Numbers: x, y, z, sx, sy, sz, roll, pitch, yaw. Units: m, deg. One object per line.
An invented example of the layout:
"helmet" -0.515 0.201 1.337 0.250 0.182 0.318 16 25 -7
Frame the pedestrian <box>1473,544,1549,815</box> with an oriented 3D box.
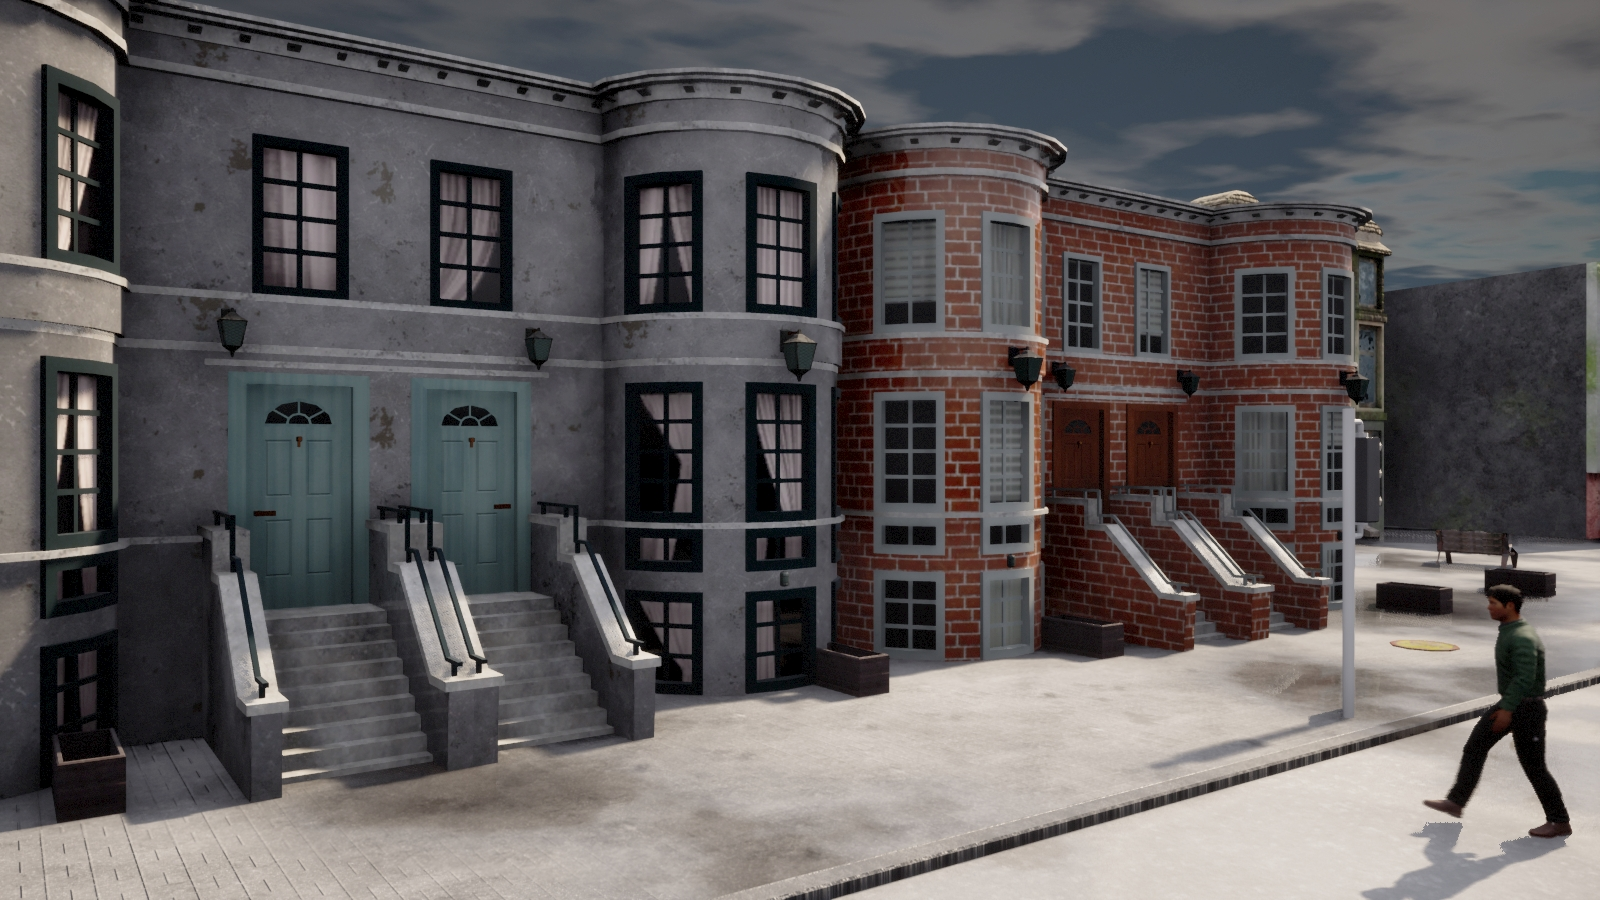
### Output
"pedestrian" 5.117 1.629 8.236 0.375 1.860 0.375 0 0 17
